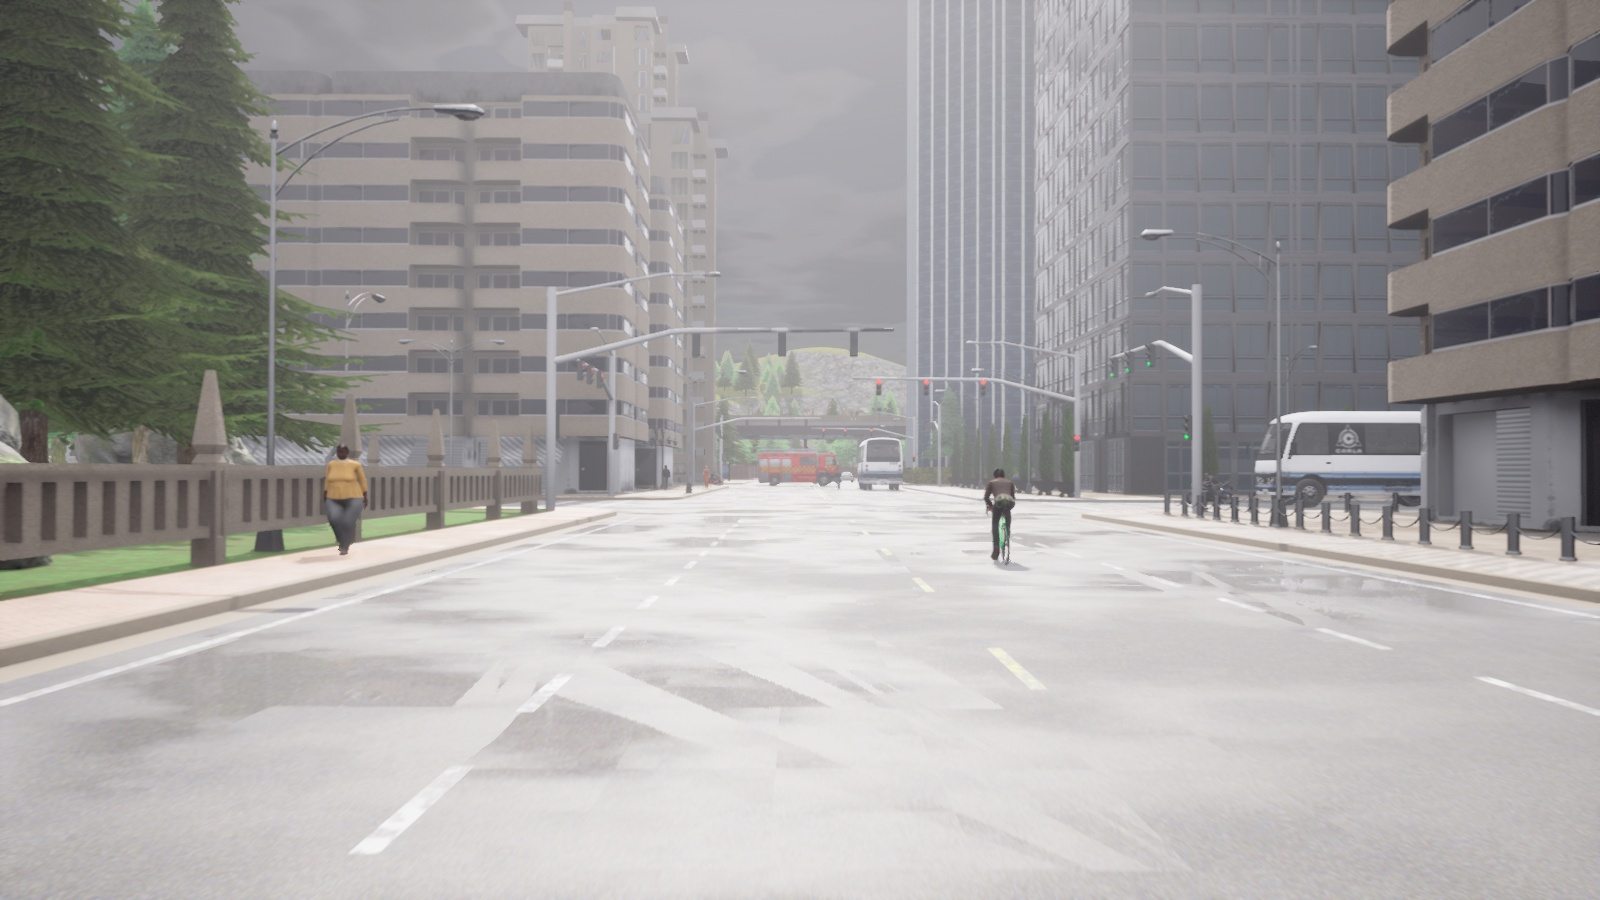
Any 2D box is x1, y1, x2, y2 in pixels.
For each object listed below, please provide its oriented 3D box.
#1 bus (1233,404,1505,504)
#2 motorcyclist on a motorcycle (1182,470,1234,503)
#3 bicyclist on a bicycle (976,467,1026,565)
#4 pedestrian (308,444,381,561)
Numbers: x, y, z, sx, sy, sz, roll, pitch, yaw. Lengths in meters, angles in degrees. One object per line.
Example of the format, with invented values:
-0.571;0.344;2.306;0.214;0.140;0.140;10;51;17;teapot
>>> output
25.091;0.218;55.877;10.273;4.253;3.944;0;-1;0;bus
19.292;1.711;59.370;2.191;1.530;0.866;0;-1;0;motorcyclist on a motorcycle
3.448;1.116;21.654;0.582;1.620;1.656;0;-1;0;bicyclist on a bicycle
-7.410;0.846;20.475;0.874;1.855;0.900;0;-1;-2;pedestrian
